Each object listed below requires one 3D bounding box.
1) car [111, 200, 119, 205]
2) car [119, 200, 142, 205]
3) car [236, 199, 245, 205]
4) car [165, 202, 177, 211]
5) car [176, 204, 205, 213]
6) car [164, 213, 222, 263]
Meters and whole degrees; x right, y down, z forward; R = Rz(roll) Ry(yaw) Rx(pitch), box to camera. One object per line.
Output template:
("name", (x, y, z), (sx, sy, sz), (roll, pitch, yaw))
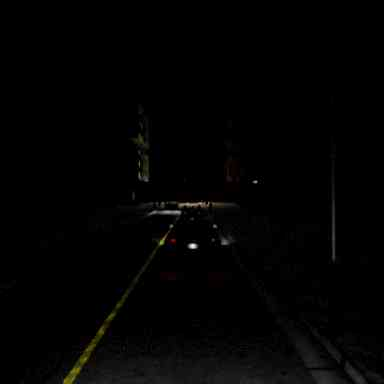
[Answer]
("car", (-20.624, 2.592, 83.257), (4.829, 1.417, 1.752), (0, -1, 0))
("car", (-15.022, 2.577, 83.223), (4.829, 1.417, 1.752), (0, -1, 0))
("car", (11.890, 2.290, 74.539), (4.097, 1.590, 1.967), (0, -1, 0))
("car", (-3.086, 2.225, 51.418), (1.895, 1.301, 4.718), (0, -1, 0))
("car", (0.042, 1.828, 27.291), (2.128, 1.511, 4.902), (0, -1, 1))
("car", (0.046, 1.723, 12.661), (1.994, 1.385, 4.181), (0, -1, 1))
